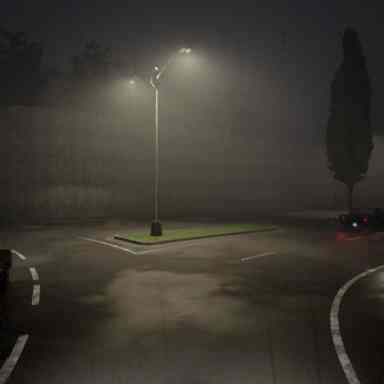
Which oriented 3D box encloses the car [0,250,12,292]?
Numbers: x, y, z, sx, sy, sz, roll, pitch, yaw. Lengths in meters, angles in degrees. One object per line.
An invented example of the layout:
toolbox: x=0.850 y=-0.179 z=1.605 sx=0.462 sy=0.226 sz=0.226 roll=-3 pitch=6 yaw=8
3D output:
car: x=-4.585 y=1.601 z=5.833 sx=1.895 sy=1.301 sz=4.718 roll=0 pitch=0 yaw=-18

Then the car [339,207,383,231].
car: x=11.263 y=1.600 z=20.696 sx=4.718 sy=1.301 sz=1.895 roll=0 pitch=0 yaw=-37
